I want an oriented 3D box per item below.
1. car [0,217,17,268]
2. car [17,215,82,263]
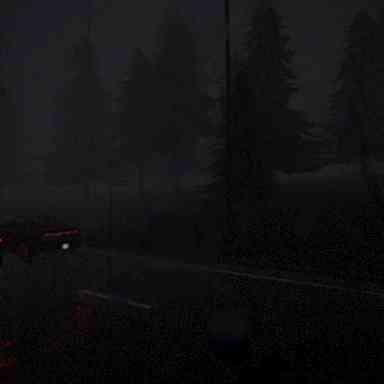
[{"bbox_3d":[-7.386,1.372,9.185,5.566,2.045,2.150,-1,0,36],"label":"car"},{"bbox_3d":[-6.248,1.655,12.682,4.902,1.511,2.128,-1,-1,36],"label":"car"}]
